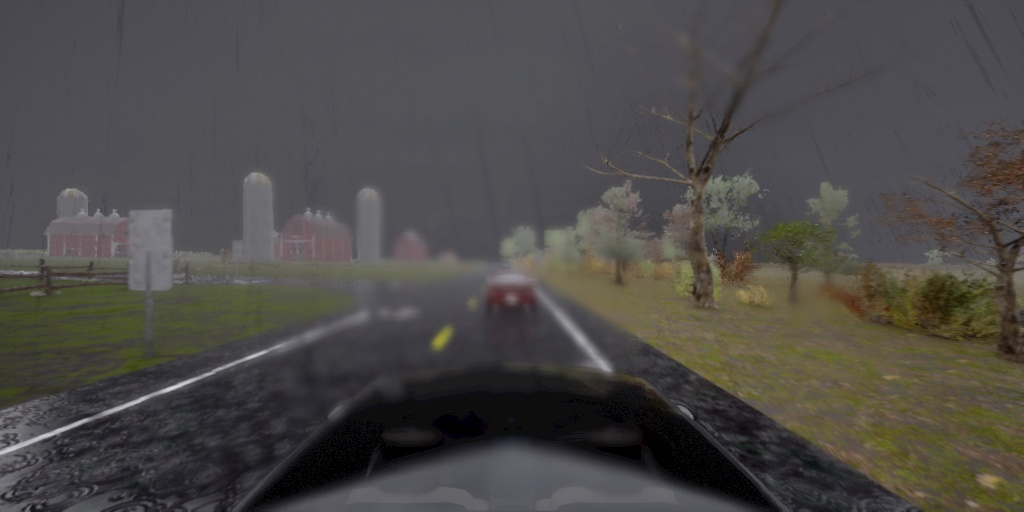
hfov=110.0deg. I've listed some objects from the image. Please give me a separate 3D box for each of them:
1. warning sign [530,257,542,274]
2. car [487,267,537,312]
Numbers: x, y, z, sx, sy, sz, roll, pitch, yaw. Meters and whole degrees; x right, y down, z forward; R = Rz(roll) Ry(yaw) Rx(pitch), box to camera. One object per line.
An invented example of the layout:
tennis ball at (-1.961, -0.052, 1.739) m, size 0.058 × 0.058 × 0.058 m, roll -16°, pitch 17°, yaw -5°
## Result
warning sign at (3.150, 1.473, 48.964) m, size 1.300 × 1.860 × 1.060 m, roll 0°, pitch 0°, yaw -1°
car at (0.007, 1.400, 15.323) m, size 1.882 × 1.535 × 5.008 m, roll 0°, pitch 0°, yaw 0°
